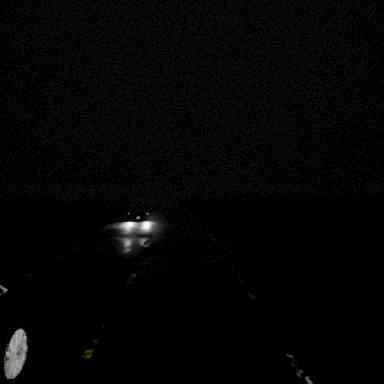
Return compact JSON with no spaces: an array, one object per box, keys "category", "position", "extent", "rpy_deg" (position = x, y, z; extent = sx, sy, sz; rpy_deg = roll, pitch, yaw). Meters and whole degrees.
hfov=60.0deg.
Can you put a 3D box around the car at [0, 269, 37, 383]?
[{"category":"car","position":[-2.911,1.489,2.457],"extent":[1.837,1.490,4.892],"rpy_deg":[0,0,-1]}]

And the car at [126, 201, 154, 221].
[{"category":"car","position":[-3.956,1.381,25.766],"extent":[2.033,1.411,5.357],"rpy_deg":[0,0,-5]}]
